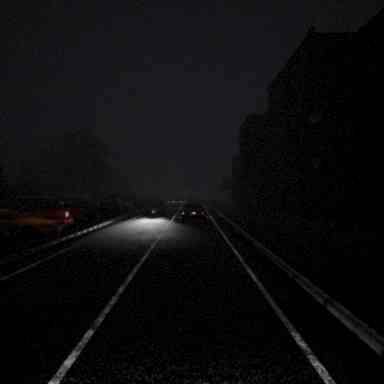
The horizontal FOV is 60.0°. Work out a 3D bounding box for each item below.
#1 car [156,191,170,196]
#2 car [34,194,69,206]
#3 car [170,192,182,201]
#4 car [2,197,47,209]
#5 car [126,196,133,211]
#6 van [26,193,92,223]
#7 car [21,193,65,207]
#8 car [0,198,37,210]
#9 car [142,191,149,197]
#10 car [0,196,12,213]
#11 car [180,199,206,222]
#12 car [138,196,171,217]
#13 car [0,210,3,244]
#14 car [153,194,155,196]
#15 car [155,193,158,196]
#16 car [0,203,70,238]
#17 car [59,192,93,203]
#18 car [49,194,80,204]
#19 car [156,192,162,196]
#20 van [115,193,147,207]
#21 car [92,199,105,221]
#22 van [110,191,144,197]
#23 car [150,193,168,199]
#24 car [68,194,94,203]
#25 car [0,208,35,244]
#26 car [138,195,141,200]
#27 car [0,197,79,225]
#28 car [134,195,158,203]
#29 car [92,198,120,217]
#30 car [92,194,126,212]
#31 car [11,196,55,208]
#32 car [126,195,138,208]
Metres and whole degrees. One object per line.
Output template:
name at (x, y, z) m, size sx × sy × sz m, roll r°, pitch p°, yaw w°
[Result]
car at (-9.230, 1.123, 89.946) m, size 4.792 × 1.488 × 2.163 m, roll 0°, pitch 0°, yaw 1°
car at (-22.287, 1.279, 52.912) m, size 4.553 × 1.767 × 2.185 m, roll 0°, pitch 0°, yaw 0°
car at (-3.098, 1.290, 72.170) m, size 1.812 × 1.442 × 4.674 m, roll 0°, pitch 0°, yaw 0°
car at (-22.375, 1.432, 44.559) m, size 5.008 × 1.535 × 2.097 m, roll 0°, pitch 0°, yaw 0°
car at (-9.348, 1.460, 36.138) m, size 4.892 × 1.521 × 2.231 m, roll 0°, pitch 0°, yaw 0°
van at (-9.310, 1.266, 22.157) m, size 4.442 × 1.987 × 1.878 m, roll 0°, pitch 0°, yaw 0°
car at (-22.364, 1.163, 50.003) m, size 5.566 × 2.045 × 2.435 m, roll 0°, pitch 0°, yaw 0°
car at (-22.357, 1.470, 41.773) m, size 4.792 × 1.488 × 2.163 m, roll 0°, pitch 0°, yaw 0°
car at (-9.244, 1.174, 47.270) m, size 5.566 × 2.045 × 2.435 m, roll 0°, pitch 0°, yaw 0°
car at (-22.452, 1.331, 36.204) m, size 4.553 × 1.767 × 2.185 m, roll 0°, pitch 0°, yaw 0°
car at (0.129, 1.515, 25.628) m, size 2.033 × 1.411 × 5.357 m, roll 0°, pitch 0°, yaw 0°
car at (-3.304, 1.445, 30.928) m, size 2.128 × 1.511 × 4.902 m, roll 0°, pitch 0°, yaw 0°
car at (-9.490, 1.509, 11.087) m, size 5.008 × 1.535 × 2.097 m, roll 0°, pitch 0°, yaw 0°
car at (-9.192, 1.428, 55.620) m, size 4.792 × 1.488 × 2.163 m, roll 0°, pitch 0°, yaw 0°
car at (-9.216, 1.411, 61.187) m, size 4.792 × 1.488 × 2.163 m, roll 0°, pitch 0°, yaw 0°
car at (-9.276, 1.498, 16.653) m, size 5.366 × 1.575 × 1.946 m, roll 0°, pitch 0°, yaw 0°
car at (-22.278, 1.118, 64.052) m, size 5.566 × 2.045 × 2.435 m, roll 0°, pitch 0°, yaw 0°
car at (-22.316, 1.262, 58.358) m, size 4.553 × 1.767 × 2.185 m, roll 0°, pitch 0°, yaw 0°
car at (-8.985, 1.369, 63.968) m, size 5.366 × 1.575 × 1.946 m, roll 0°, pitch 0°, yaw 0°
van at (-9.140, 1.191, 49.928) m, size 4.442 × 1.987 × 1.878 m, roll 0°, pitch 0°, yaw 0°
car at (-9.381, 1.516, 25.004) m, size 4.792 × 1.488 × 2.163 m, roll 0°, pitch 0°, yaw 0°
van at (-9.173, 1.209, 44.486) m, size 4.442 × 1.987 × 1.878 m, roll 0°, pitch 0°, yaw 0°
car at (-9.178, 1.119, 92.772) m, size 4.674 × 1.452 × 2.002 m, roll 0°, pitch 0°, yaw 1°
car at (-22.201, 1.235, 66.838) m, size 4.553 × 1.767 × 2.185 m, roll 0°, pitch 0°, yaw 0°
car at (-9.481, 1.546, 13.871) m, size 4.674 × 1.452 × 2.002 m, roll 0°, pitch 0°, yaw 0°
car at (-9.301, 1.444, 41.704) m, size 4.892 × 1.521 × 2.231 m, roll 0°, pitch 0°, yaw 0°
car at (-9.413, 1.371, 19.437) m, size 4.553 × 1.767 × 2.185 m, roll 0°, pitch 0°, yaw 0°
car at (-9.169, 1.404, 66.611) m, size 4.674 × 1.452 × 2.002 m, roll -1°, pitch 0°, yaw 1°
car at (-9.378, 1.513, 30.571) m, size 4.674 × 1.452 × 2.002 m, roll 0°, pitch 0°, yaw 0°
car at (-9.327, 1.341, 33.353) m, size 4.553 × 1.767 × 2.185 m, roll 0°, pitch 0°, yaw 0°
car at (-22.539, 1.420, 47.220) m, size 5.366 × 1.575 × 1.946 m, roll 0°, pitch 0°, yaw 0°
car at (-9.510, 1.448, 38.922) m, size 5.366 × 1.575 × 1.946 m, roll 0°, pitch 0°, yaw 0°
